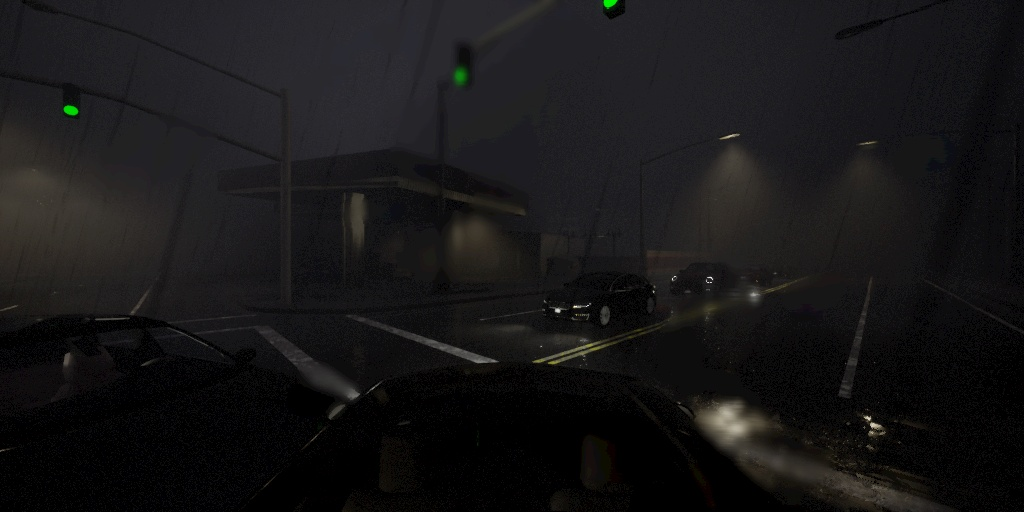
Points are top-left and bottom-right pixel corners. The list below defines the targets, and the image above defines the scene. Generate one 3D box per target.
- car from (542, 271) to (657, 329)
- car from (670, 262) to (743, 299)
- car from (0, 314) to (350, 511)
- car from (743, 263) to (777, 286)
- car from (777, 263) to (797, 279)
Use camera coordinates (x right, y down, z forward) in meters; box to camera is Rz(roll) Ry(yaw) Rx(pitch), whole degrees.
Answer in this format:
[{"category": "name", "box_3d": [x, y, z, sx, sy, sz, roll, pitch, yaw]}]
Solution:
[{"category": "car", "box_3d": [2.980, 1.255, 11.573, 4.892, 1.490, 1.837, 0, 0, -45]}, {"category": "car", "box_3d": [9.877, 1.102, 18.360, 4.553, 1.767, 2.097, 0, 0, -44]}, {"category": "car", "box_3d": [-3.399, 1.242, 2.610, 4.902, 1.511, 2.128, 0, 0, 15]}, {"category": "car", "box_3d": [16.863, 1.314, 25.211, 1.994, 1.385, 4.181, 0, 0, 45]}, {"category": "car", "box_3d": [24.057, 1.314, 32.203, 4.181, 1.385, 1.994, 0, 0, -44]}]
